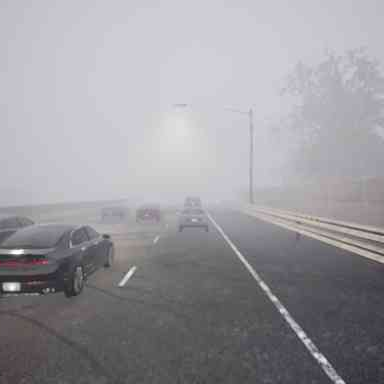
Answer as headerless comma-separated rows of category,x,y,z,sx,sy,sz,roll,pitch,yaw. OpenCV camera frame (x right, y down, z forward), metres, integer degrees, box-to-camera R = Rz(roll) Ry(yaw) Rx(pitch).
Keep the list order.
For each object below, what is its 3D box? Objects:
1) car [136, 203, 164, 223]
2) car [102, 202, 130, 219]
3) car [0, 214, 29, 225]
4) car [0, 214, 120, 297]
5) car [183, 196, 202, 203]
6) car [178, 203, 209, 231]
car,-3.402,1.634,27.524,1.882,1.535,5.008,0,0,0
car,-6.904,1.666,30.510,2.128,1.511,4.902,0,0,0
car,-6.899,1.545,12.173,1.882,1.535,5.008,0,0,0
car,-3.401,1.553,8.706,1.837,1.490,4.892,0,0,0
car,0.093,1.463,41.763,2.150,2.045,5.566,0,0,0
car,0.096,1.667,21.272,2.033,1.411,5.357,0,0,0
